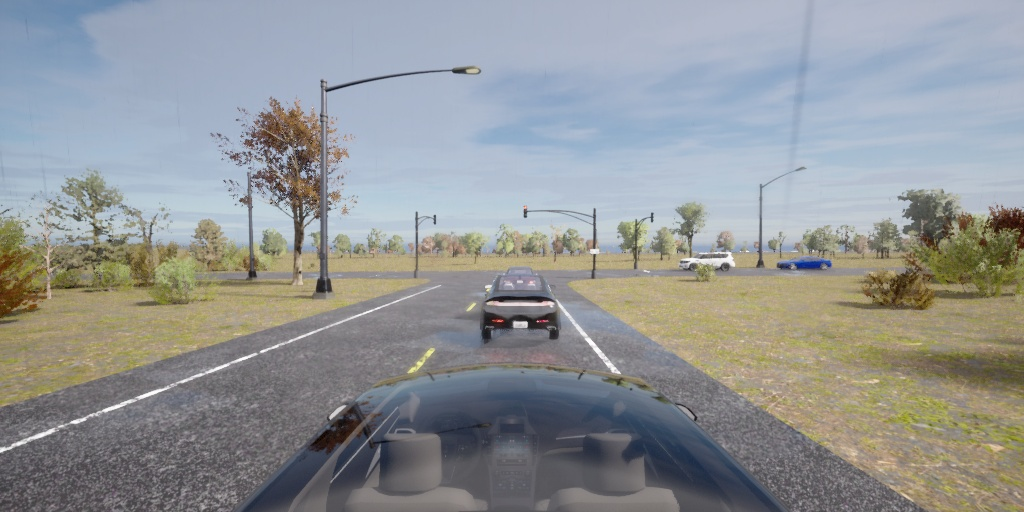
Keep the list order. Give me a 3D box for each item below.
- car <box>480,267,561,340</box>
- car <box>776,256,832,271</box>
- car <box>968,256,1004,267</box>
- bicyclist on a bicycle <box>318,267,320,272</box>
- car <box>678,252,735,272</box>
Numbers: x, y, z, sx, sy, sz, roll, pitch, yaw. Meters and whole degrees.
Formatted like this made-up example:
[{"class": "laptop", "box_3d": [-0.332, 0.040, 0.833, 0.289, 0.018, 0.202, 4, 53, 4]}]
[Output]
[{"class": "car", "box_3d": [0.221, 1.235, 9.976, 2.128, 1.511, 4.902, 0, 0, 1]}, {"class": "car", "box_3d": [31.610, 0.775, 38.907, 5.008, 1.535, 1.882, -1, 1, 5]}, {"class": "car", "box_3d": [50.482, 0.583, 37.188, 5.008, 1.535, 1.882, 0, 2, 5]}, {"class": "bicyclist on a bicycle", "box_3d": [-25.337, 1.326, 47.877, 0.582, 1.620, 1.656, -1, 0, 5]}, {"class": "car", "box_3d": [21.553, 0.629, 39.795, 5.566, 2.045, 2.150, -1, 1, 5]}]
